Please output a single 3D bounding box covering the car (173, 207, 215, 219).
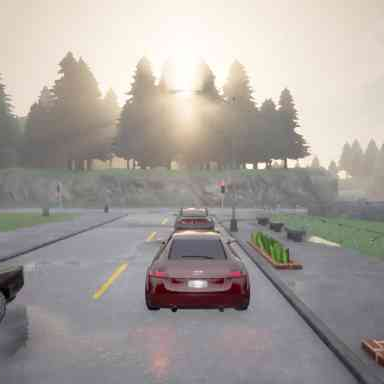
[{"bbox_3d":[0.105,1.505,16.686,1.837,1.490,4.892,0,0,0],"label":"car"}]

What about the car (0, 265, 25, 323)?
[{"bbox_3d":[-4.098,1.601,4.080,1.895,1.301,4.718,0,0,0],"label":"car"}]

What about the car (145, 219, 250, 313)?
[{"bbox_3d":[0.103,1.564,7.774,1.994,1.385,4.181,0,0,0],"label":"car"}]
